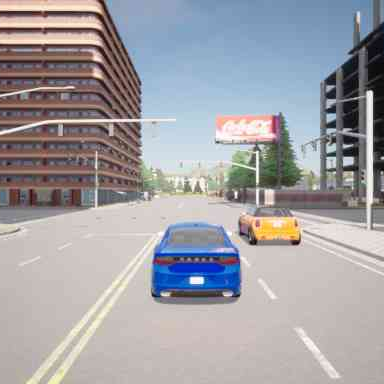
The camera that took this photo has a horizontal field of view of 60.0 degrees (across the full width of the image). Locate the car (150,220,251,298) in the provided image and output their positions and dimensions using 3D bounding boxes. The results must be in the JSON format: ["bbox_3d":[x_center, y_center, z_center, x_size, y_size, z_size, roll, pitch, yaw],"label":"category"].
[{"bbox_3d":[0.085,1.478,8.598,1.882,1.535,5.008,0,0,0],"label":"car"}]

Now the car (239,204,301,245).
[{"bbox_3d":[3.472,1.352,15.687,2.097,1.767,4.553,0,0,0],"label":"car"}]
